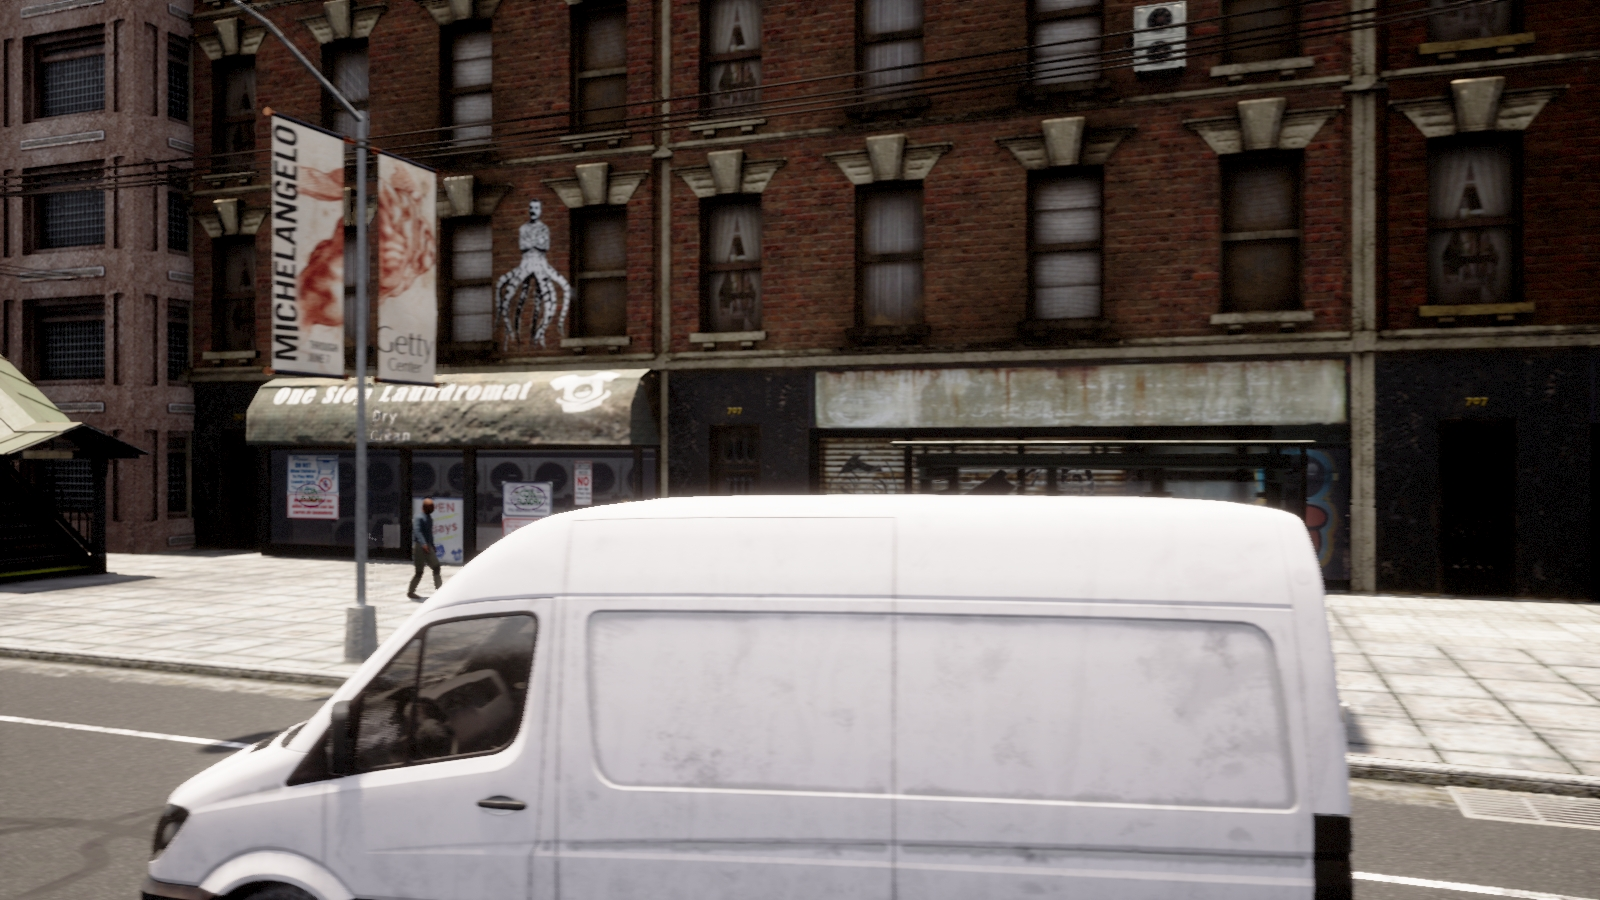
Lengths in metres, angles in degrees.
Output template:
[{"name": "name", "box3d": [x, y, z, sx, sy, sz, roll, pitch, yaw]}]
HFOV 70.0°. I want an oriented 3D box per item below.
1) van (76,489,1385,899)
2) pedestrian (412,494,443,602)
[{"name": "van", "box3d": [-0.422, 1.537, 6.023, 5.915, 2.561, 1.988, 0, 0, 9]}, {"name": "pedestrian", "box3d": [-6.534, 1.703, 20.056, 0.375, 1.860, 0.375, 0, 0, 17]}]
